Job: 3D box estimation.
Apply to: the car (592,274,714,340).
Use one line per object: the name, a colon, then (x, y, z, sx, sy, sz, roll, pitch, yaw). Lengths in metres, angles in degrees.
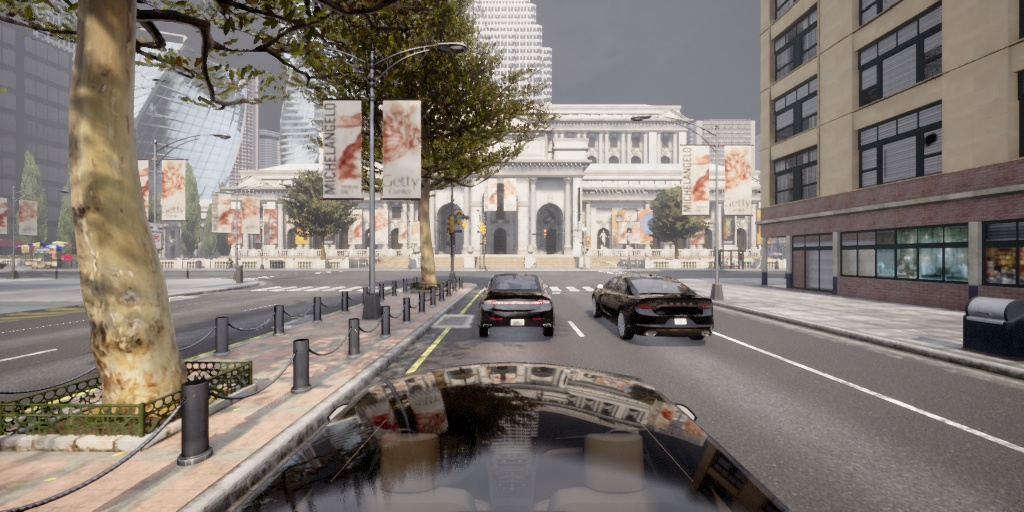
car: (3.564, 1.228, 10.019, 1.882, 1.535, 5.008, 0, 0, 0)

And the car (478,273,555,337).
car: (0.080, 1.241, 10.286, 2.128, 1.511, 4.902, 0, 0, -1)
